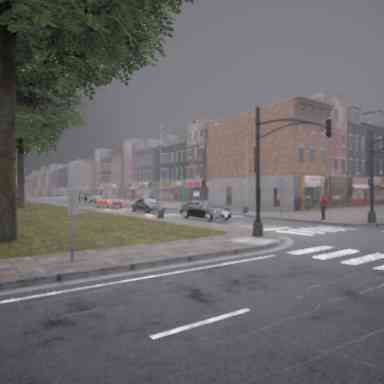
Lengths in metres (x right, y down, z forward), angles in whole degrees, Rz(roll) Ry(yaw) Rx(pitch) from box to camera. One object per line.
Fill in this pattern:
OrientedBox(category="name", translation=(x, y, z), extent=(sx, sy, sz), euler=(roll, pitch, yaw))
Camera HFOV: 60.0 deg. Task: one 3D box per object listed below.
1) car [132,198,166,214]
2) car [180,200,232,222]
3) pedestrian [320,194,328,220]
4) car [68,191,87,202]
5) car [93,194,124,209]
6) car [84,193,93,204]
OrientedBox(category="car", translation=(-4.340, 1.308, 32.642), extent=(1.812, 1.442, 4.674), euler=(0, 1, -36))
OrientedBox(category="car", translation=(0.974, 1.357, 25.175), extent=(2.128, 1.511, 4.902), euler=(0, 1, -35))
OrientedBox(category="pedestrian", translation=(9.311, 1.053, 23.568), extent=(0.375, 1.860, 0.375), euler=(1, 0, -35))
OrientedBox(category="car", translation=(-20.780, 0.832, 60.814), extent=(2.150, 2.045, 5.566), euler=(0, 0, -35))
OrientedBox(category="car", translation=(-10.047, 1.062, 40.675), extent=(2.097, 1.767, 4.553), euler=(0, 0, -35))
OrientedBox(category="car", translation=(-15.070, 1.164, 52.797), extent=(1.812, 1.442, 4.674), euler=(0, 0, -35))
